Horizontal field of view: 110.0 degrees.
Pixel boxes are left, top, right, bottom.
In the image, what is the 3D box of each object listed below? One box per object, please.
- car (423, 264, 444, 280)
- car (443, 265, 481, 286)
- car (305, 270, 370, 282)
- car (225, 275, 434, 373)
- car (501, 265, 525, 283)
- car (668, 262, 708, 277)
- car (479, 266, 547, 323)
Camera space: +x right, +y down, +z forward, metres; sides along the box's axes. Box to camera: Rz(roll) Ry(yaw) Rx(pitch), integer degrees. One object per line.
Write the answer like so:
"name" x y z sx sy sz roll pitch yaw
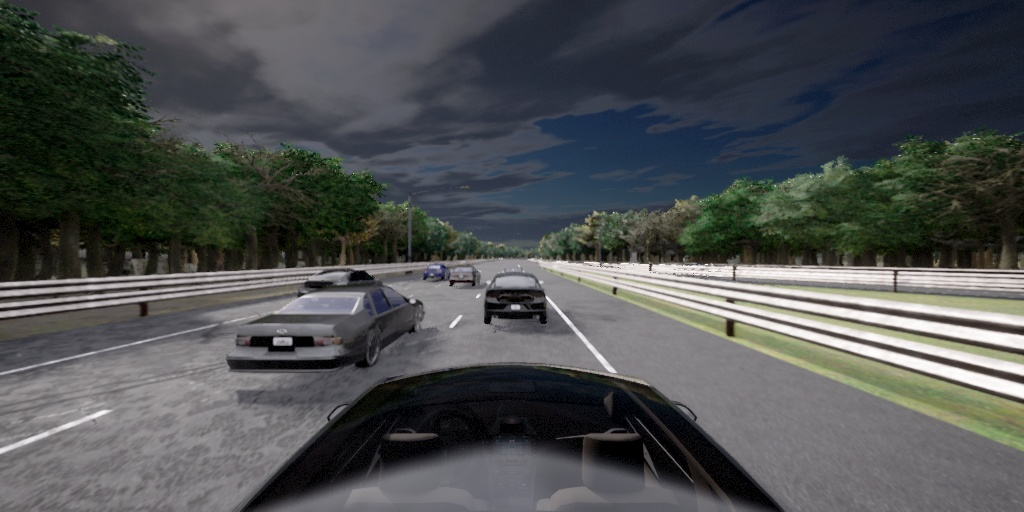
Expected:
"car" -6.893 1.443 33.115 1.812 1.442 4.674 0 0 0
"car" -3.390 1.425 26.479 2.033 1.411 5.357 0 0 0
"car" -6.898 1.306 15.042 1.837 1.490 4.892 0 -1 0
"car" -3.391 1.326 7.831 2.033 1.411 5.357 0 0 0
"car" 0.107 1.501 30.487 1.895 1.301 4.718 0 0 0
"car" 20.410 1.549 41.654 2.033 1.649 4.856 0 0 -19
"car" 0.103 1.278 12.396 1.882 1.535 5.008 0 0 0
